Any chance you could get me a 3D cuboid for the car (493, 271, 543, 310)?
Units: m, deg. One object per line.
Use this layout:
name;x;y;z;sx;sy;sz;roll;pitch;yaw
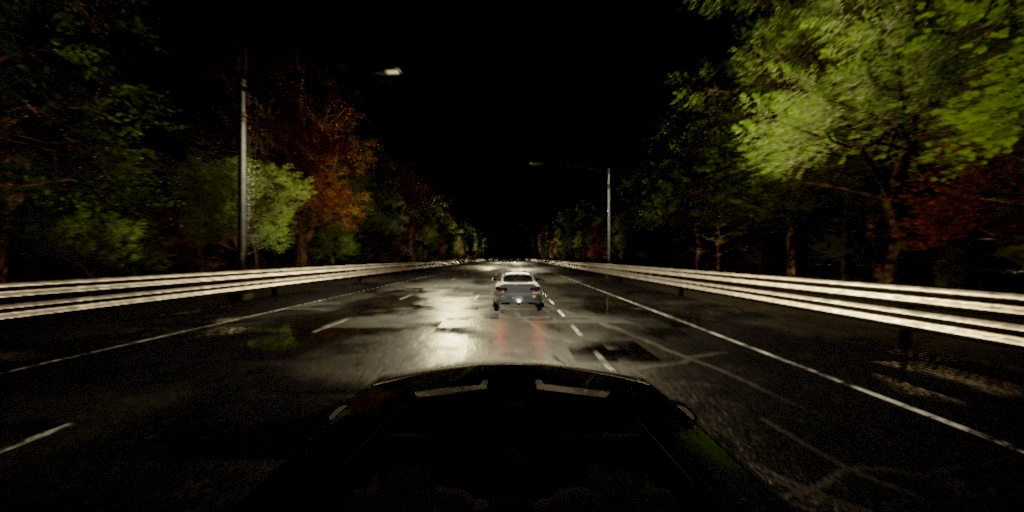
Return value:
car;0.202;1.330;14.793;1.812;1.442;4.674;0;0;-1
